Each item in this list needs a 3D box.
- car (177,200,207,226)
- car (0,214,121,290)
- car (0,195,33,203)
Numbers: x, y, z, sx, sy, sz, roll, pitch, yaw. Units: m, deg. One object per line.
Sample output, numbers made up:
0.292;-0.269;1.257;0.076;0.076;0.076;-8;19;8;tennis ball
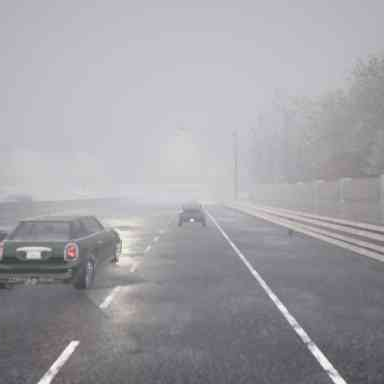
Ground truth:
-0.001;1.561;23.816;1.837;1.490;4.892;0;0;0;car
-3.398;1.369;9.268;2.097;1.767;4.553;0;0;0;car
-21.066;1.333;39.769;2.150;2.045;5.566;0;0;0;car
